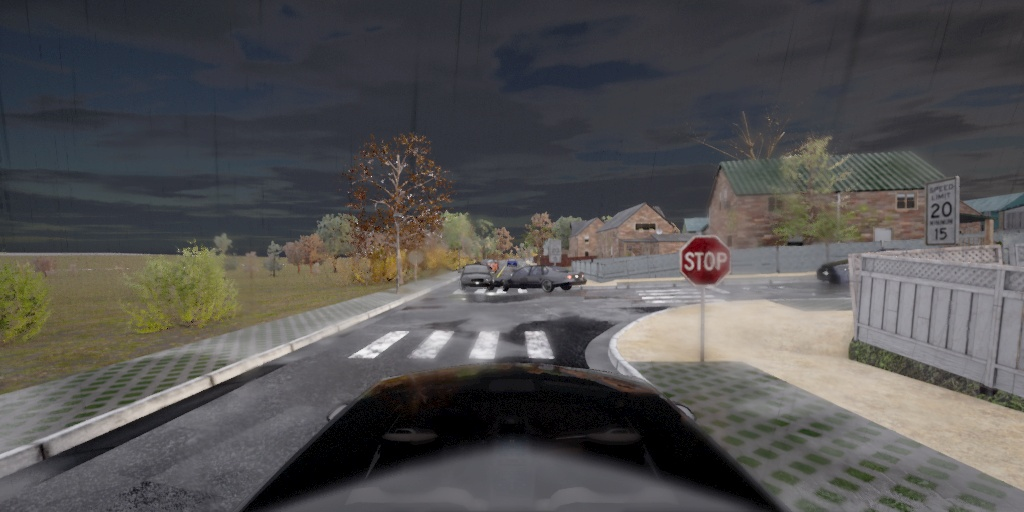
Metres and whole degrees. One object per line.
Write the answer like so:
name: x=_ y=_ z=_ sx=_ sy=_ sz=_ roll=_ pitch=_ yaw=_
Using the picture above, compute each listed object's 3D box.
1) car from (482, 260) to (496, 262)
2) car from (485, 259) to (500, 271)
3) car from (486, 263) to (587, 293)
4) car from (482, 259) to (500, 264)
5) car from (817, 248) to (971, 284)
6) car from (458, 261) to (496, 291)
car: x=-2.843 y=1.299 z=32.044 sx=2.033 sy=1.411 sz=5.357 roll=0 pitch=0 yaw=0
car: x=-2.819 y=1.241 z=52.084 sx=1.882 sy=1.535 sz=5.008 roll=0 pitch=0 yaw=1
car: x=1.344 y=1.193 z=19.317 sx=5.357 sy=1.411 sz=2.033 roll=-4 pitch=-3 yaw=43
car: x=-2.836 y=1.109 z=42.047 sx=2.097 sy=1.767 sz=4.553 roll=0 pitch=0 yaw=1
car: x=14.394 y=0.410 z=13.692 sx=4.181 sy=1.385 sz=1.994 roll=-3 pitch=0 yaw=16
car: x=-2.243 y=1.252 z=22.229 sx=1.837 sy=1.490 sz=4.892 roll=0 pitch=0 yaw=-8
